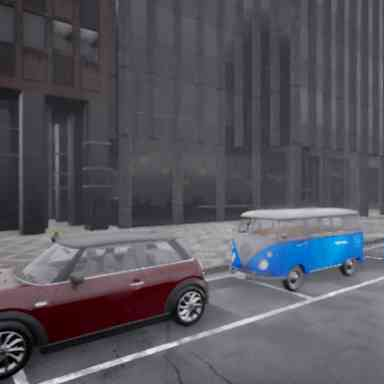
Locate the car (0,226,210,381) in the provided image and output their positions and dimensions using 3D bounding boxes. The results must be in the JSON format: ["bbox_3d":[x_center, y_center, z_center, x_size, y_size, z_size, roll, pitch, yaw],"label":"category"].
[{"bbox_3d":[-1.759,1.438,5.394,4.097,1.590,1.967,0,0,-36],"label":"car"}]

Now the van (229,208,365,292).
[{"bbox_3d":[2.808,1.330,8.652,3.998,1.788,1.690,0,0,-36],"label":"van"}]
